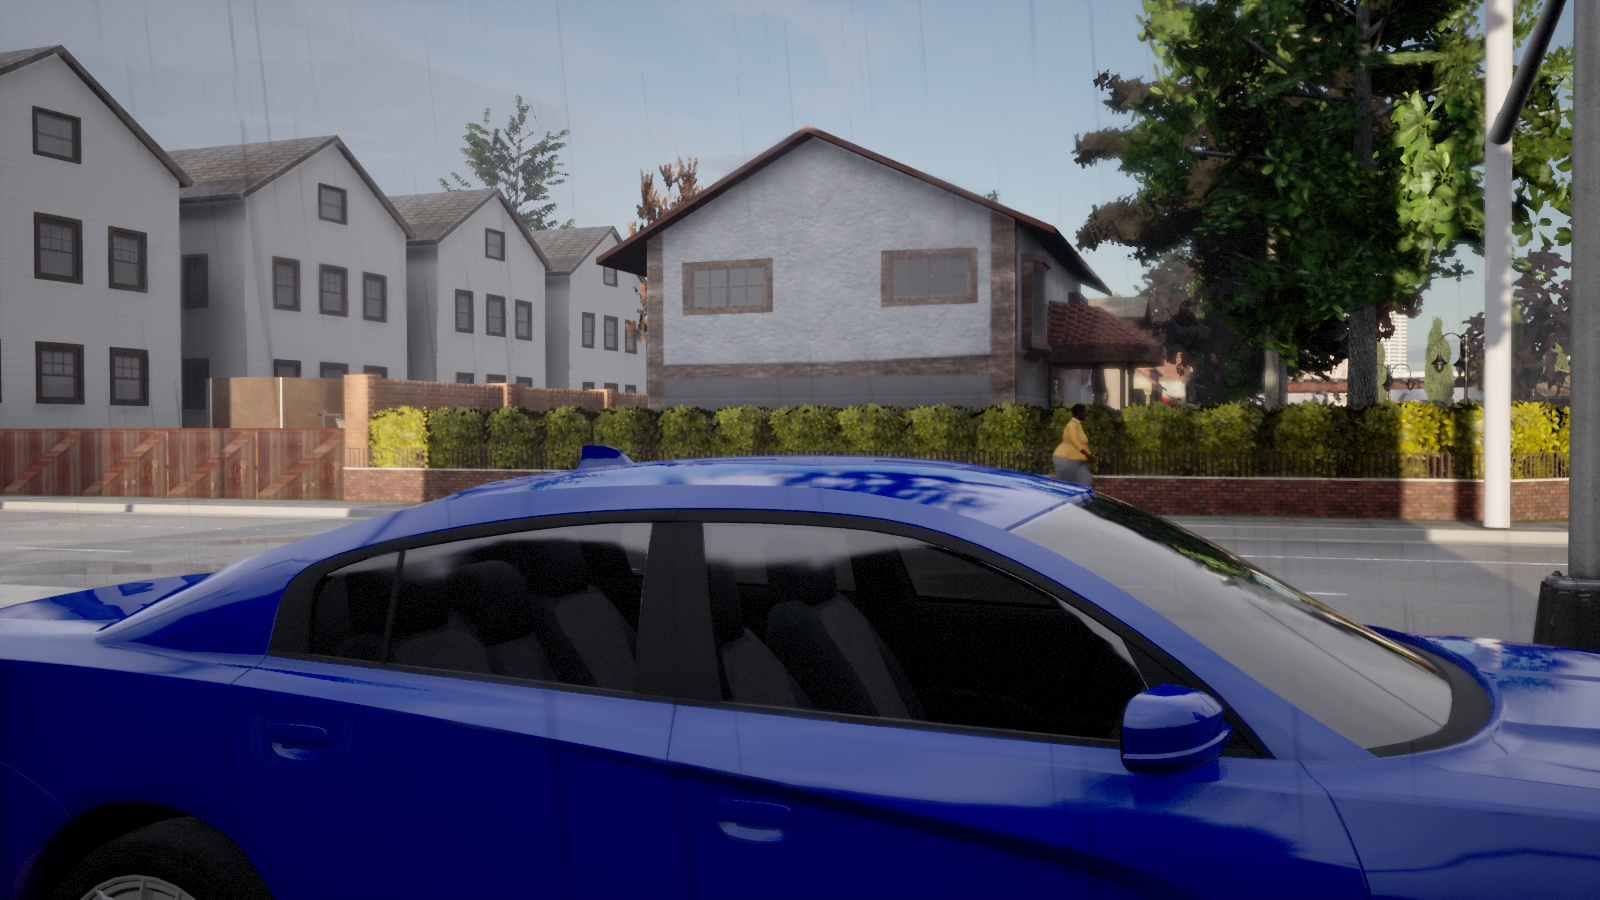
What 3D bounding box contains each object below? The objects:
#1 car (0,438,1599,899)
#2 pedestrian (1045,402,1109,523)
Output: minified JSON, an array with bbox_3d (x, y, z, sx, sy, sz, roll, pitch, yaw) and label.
[{"bbox_3d":[0.253,0.755,3.108,5.008,1.535,1.882,1,1,19],"label":"car"},{"bbox_3d":[4.385,0.180,19.875,0.900,1.855,0.874,1,1,18],"label":"pedestrian"}]
